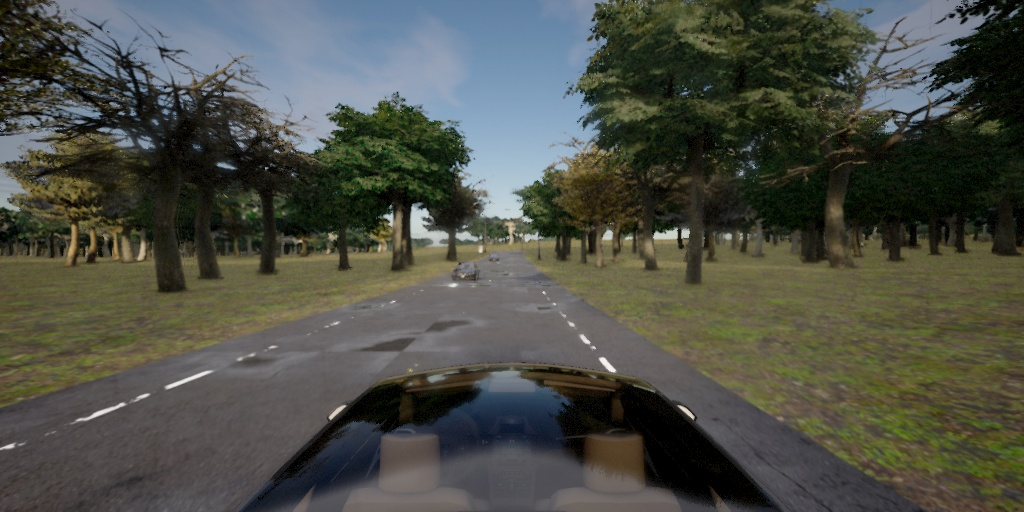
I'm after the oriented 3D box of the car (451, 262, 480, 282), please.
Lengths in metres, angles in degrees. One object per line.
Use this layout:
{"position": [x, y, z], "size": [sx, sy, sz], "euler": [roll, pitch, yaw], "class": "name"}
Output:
{"position": [-3.583, 1.223, 28.449], "size": [1.837, 1.490, 4.892], "euler": [0, 1, 0], "class": "car"}
